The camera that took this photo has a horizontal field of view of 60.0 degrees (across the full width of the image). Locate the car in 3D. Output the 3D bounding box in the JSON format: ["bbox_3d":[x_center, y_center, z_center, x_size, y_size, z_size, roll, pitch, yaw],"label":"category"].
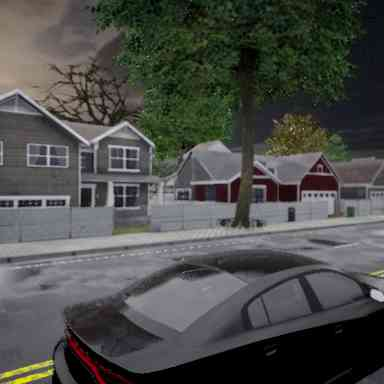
[{"bbox_3d":[0.996,1.478,4.106,5.008,1.535,1.882,0,0,-35],"label":"car"}]
